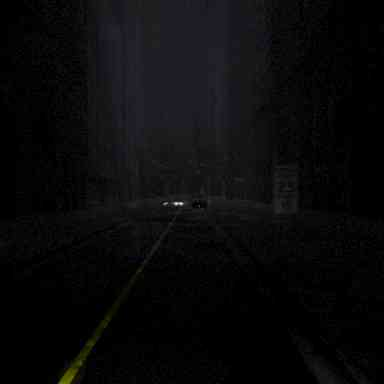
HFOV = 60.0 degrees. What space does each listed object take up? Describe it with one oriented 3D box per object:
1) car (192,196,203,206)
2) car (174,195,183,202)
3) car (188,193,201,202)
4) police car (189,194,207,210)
[{"bbox_3d":[0.900,1.507,58.873,1.801,1.575,5.366,0,0,0],"label":"car"},{"bbox_3d":[-3.001,1.506,75.913,2.128,1.511,4.902,0,0,0],"label":"car"},{"bbox_3d":[0.900,1.245,52.714,2.150,2.045,5.566,0,0,0],"label":"car"},{"bbox_3d":[0.900,1.450,42.793,1.930,1.638,5.238,0,0,0],"label":"police car"}]
